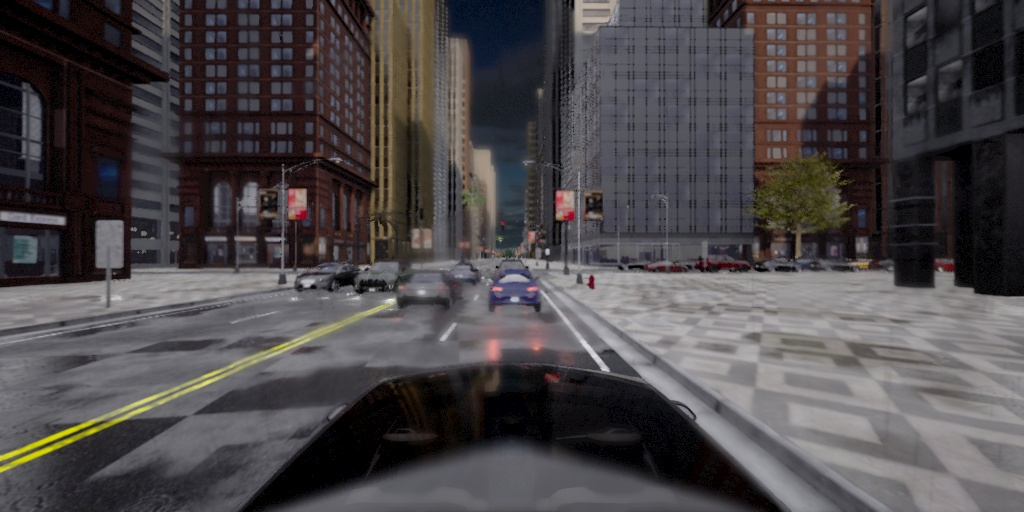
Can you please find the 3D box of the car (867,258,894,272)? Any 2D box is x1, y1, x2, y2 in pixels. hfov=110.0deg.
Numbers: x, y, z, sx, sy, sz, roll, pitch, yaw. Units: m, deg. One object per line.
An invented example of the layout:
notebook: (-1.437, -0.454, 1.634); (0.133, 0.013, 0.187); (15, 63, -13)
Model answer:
car: (41.479, 0.951, 38.757); (4.892, 1.490, 1.837); (0, 0, 0)

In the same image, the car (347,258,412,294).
car: (-6.576, 1.003, 19.131); (2.097, 1.767, 4.553); (0, 0, 0)

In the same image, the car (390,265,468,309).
car: (-3.149, 1.236, 14.539); (1.994, 1.385, 4.181); (0, 0, 0)

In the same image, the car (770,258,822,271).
car: (33.042, 1.008, 41.751); (4.674, 1.442, 1.812); (0, 0, -1)

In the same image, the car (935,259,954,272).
car: (43.510, 0.974, 36.154); (4.507, 1.381, 1.888); (0, 0, -1)

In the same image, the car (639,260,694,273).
car: (15.321, 1.092, 35.720); (4.207, 1.307, 1.802); (0, 0, -1)

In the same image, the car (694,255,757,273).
car: (20.960, 0.805, 35.807); (5.009, 1.841, 2.192); (0, 0, -1)

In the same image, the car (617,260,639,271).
car: (15.192, 1.118, 44.245); (4.313, 1.339, 1.948); (0, 0, -1)

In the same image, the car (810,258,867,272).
car: (32.234, 1.022, 35.980); (4.313, 1.339, 1.948); (0, 0, -1)

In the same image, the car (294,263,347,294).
car: (-9.825, 1.141, 19.656); (2.128, 1.511, 4.902); (0, 0, 0)

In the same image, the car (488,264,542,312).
car: (0.106, 1.202, 13.703); (1.812, 1.442, 4.674); (0, 0, 0)

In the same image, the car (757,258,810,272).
car: (26.597, 1.038, 35.894); (4.313, 1.339, 1.948); (0, 0, -1)

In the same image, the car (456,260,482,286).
car: (-3.148, 1.199, 24.085); (1.994, 1.385, 4.181); (0, 0, 0)

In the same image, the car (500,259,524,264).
car: (0.003, 0.991, 22.687); (2.097, 1.767, 4.553); (0, 0, 0)
